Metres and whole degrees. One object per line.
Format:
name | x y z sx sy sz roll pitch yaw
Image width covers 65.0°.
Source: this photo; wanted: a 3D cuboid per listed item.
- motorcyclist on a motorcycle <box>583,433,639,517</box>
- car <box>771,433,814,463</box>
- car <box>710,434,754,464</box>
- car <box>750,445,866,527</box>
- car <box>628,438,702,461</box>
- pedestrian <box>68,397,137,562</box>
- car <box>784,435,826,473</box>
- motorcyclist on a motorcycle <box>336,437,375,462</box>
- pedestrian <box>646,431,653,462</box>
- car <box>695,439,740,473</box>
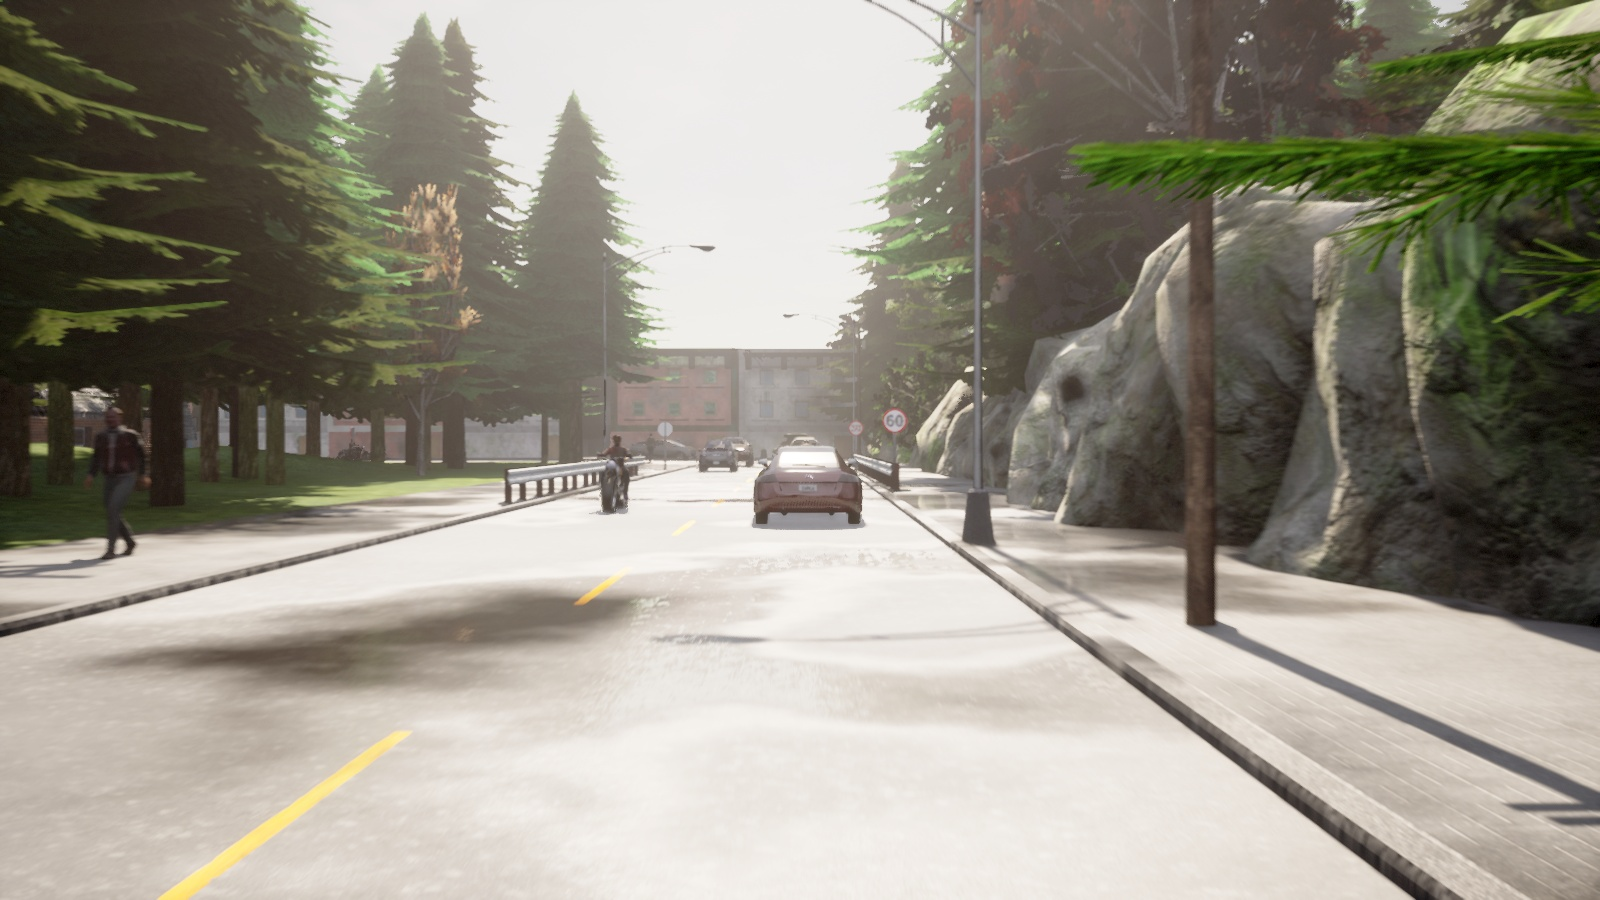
motorcyclist on a motorcycle | -3.839 0.473 25.670 0.766 1.649 2.350 0 1 0
car | -0.519 -0.146 80.382 1.905 1.878 3.866 0 0 -14
car | -3.716 -0.078 69.891 2.152 1.651 5.027 0 0 0
car | 0.147 0.606 23.662 1.994 1.385 4.181 0 0 0
car | -9.016 -0.035 84.158 4.514 1.525 2.007 0 0 13
pedestrian | -8.033 0.325 14.482 0.376 1.854 0.720 0 0 1
car | 0.227 0.157 56.802 1.851 1.617 3.988 0 0 0
motorcyclist on a motorcycle | -30.024 -0.056 84.876 2.350 1.649 0.766 0 0 0
pedestrian | -8.842 -0.186 73.940 0.328 1.805 0.869 0 0 0
car | -3.772 0.260 57.980 1.845 1.501 3.633 0 0 0
